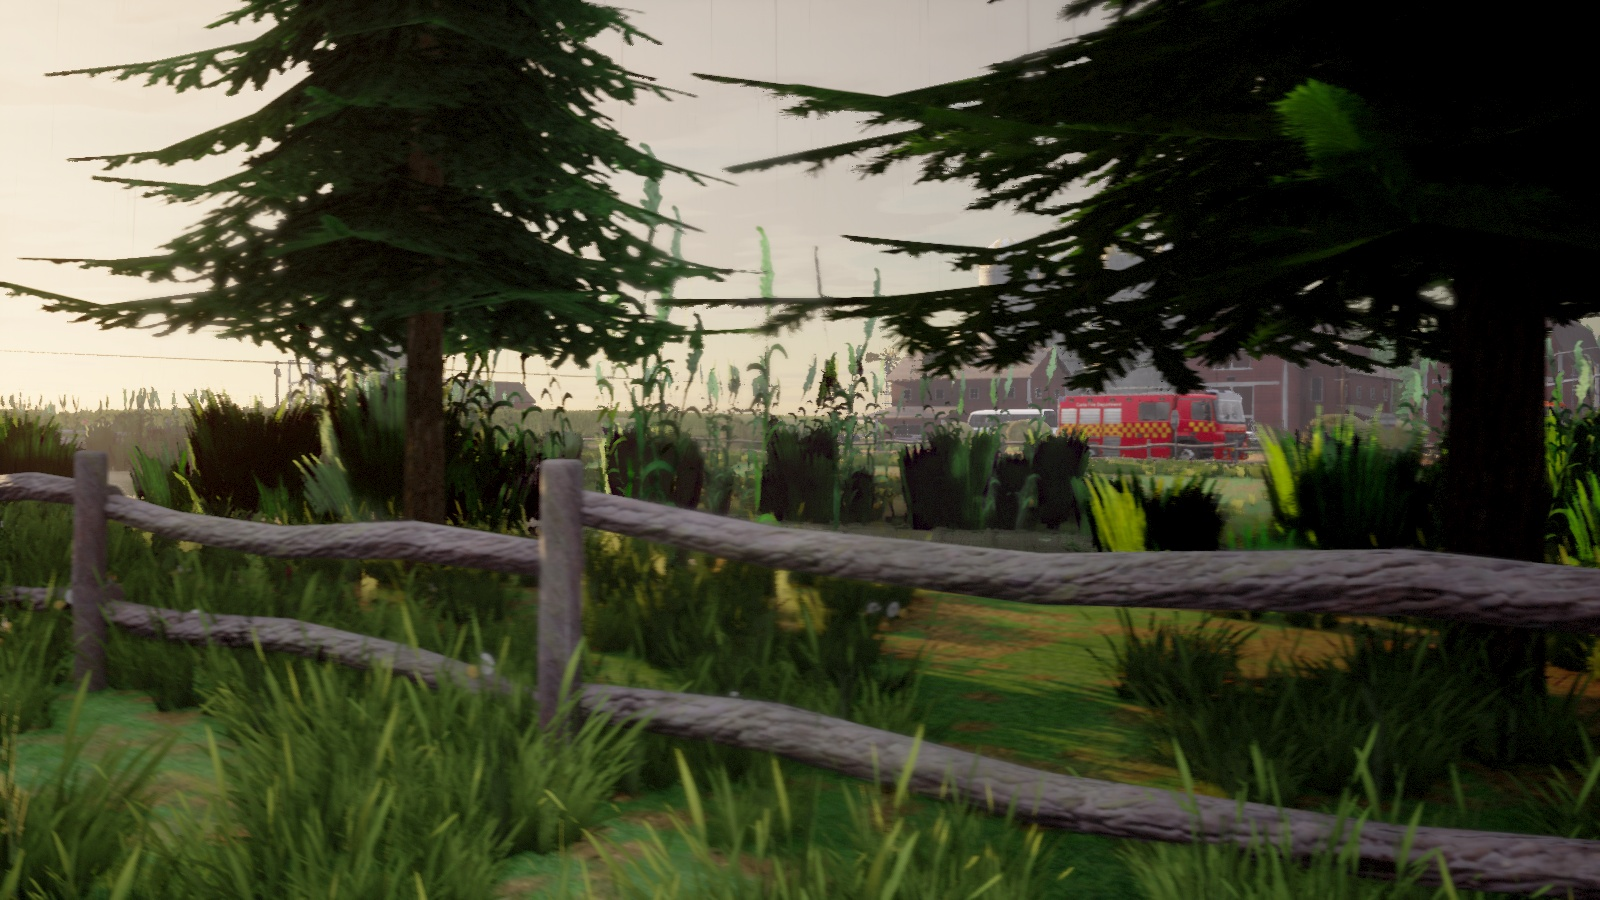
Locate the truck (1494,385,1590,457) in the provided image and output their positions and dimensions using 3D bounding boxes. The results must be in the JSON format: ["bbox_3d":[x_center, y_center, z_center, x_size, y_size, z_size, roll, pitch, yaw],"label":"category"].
[{"bbox_3d":[38.515,-1.475,65.050,2.891,3.462,7.936,0,1,41],"label":"truck"}]

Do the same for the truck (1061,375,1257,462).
[{"bbox_3d":[16.727,-1.414,58.996,8.468,3.827,2.891,0,1,44],"label":"truck"}]
